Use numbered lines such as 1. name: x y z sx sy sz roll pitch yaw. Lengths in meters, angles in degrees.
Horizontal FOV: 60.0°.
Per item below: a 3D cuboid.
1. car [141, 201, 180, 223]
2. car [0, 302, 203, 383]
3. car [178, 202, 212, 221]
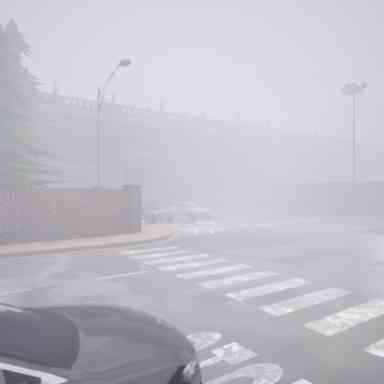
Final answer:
1. car: -3.221 1.658 26.095 1.895 1.301 4.718 0 0 -35
2. car: -2.117 1.491 2.183 4.902 1.511 2.128 0 0 -36
3. car: -0.257 1.584 27.999 1.812 1.442 4.674 0 0 -36
